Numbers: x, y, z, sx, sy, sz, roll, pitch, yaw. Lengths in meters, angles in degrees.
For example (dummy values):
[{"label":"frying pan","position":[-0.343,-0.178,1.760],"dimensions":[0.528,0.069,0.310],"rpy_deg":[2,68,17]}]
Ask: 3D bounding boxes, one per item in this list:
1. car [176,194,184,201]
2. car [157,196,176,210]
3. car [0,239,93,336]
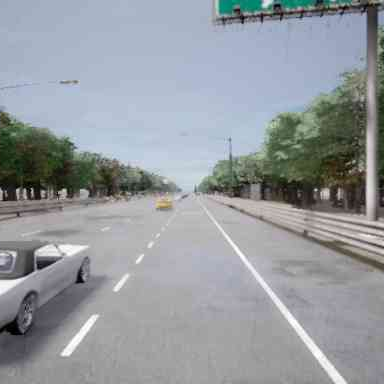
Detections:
[{"label":"car","position":[-3.474,1.584,82.744],"dimensions":[1.812,1.442,4.674],"rpy_deg":[0,0,0]},{"label":"car","position":[-3.503,1.493,43.524],"dimensions":[1.882,1.535,5.008],"rpy_deg":[0,0,0]},{"label":"car","position":[-3.503,1.602,6.625],"dimensions":[1.895,1.301,4.718],"rpy_deg":[0,0,0]}]
